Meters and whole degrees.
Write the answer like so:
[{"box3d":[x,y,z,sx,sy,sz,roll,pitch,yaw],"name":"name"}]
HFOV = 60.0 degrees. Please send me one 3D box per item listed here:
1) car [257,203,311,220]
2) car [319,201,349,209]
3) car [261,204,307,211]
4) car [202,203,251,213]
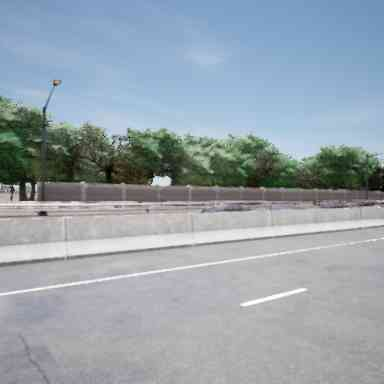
[{"box3d":[8.808,1.827,31.765,5.357,1.411,2.033,1,0,-35],"name":"car"},{"box3d":[18.346,1.938,42.883,4.892,1.490,1.837,1,0,-36],"name":"car"},{"box3d":[7.677,1.800,26.661,4.181,1.385,1.994,1,0,-35],"name":"car"},{"box3d":[3.455,1.783,32.248,5.357,1.411,2.033,1,0,-35],"name":"car"}]
